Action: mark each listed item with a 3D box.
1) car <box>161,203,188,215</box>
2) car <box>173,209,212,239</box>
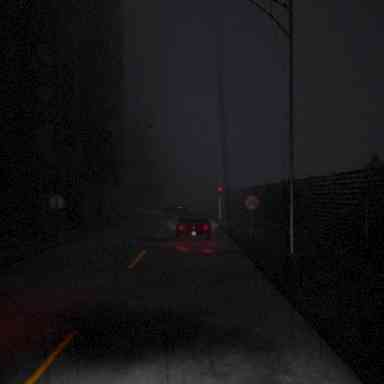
[{"bbox_3d":[-2.211,2.041,40.868,2.128,1.511,4.902,1,-1,-27],"label":"car"},{"bbox_3d":[0.089,1.858,19.053,1.895,1.301,4.718,0,-1,0],"label":"car"}]
